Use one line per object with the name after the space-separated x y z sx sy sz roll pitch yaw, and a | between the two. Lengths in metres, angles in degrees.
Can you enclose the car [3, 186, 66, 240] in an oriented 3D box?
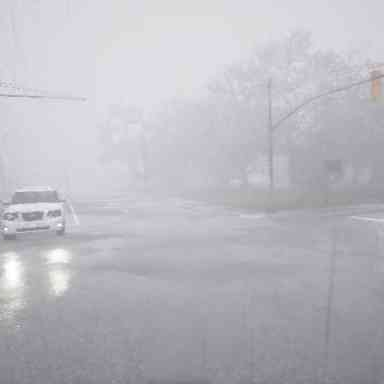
-6.999 0.811 15.061 2.150 2.045 5.566 -3 3 -21 | car
